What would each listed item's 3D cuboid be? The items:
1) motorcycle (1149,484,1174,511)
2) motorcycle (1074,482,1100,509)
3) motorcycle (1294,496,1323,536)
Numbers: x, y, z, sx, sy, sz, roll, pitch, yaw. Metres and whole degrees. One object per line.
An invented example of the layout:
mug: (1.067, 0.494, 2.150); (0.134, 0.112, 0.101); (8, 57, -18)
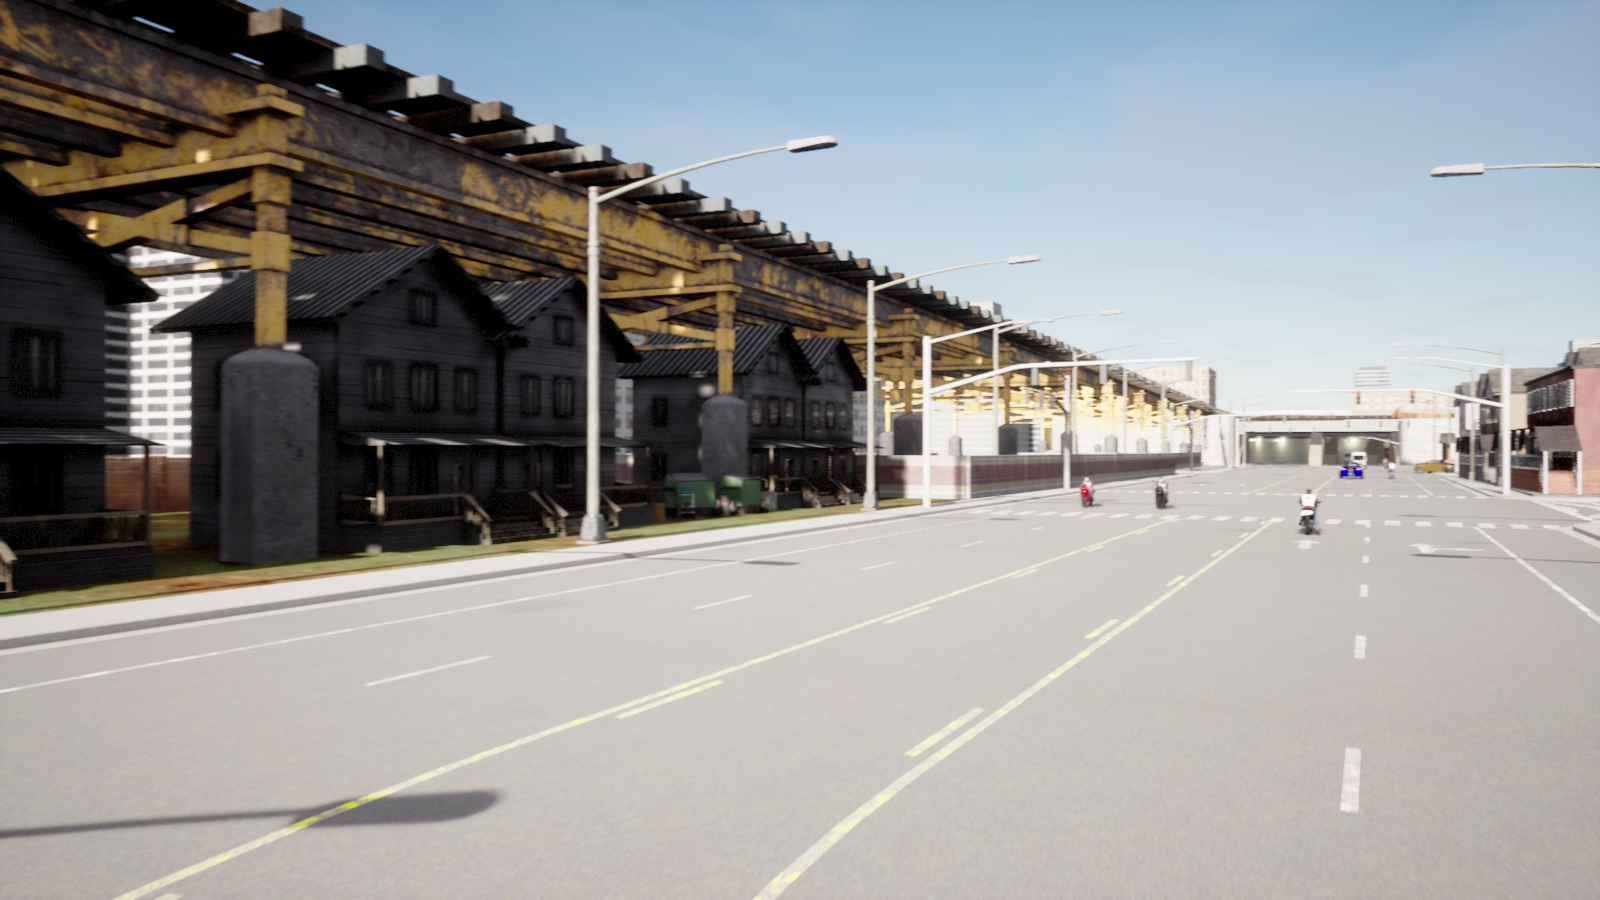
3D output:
motorcycle: (17.076, 2.229, 53.941); (0.803, 1.145, 2.033); (0, 0, 27)
motorcycle: (13.963, 2.187, 55.541); (0.803, 1.224, 2.033); (0, 0, 27)
motorcycle: (16.982, 2.190, 38.139); (0.803, 1.224, 2.033); (0, 0, 27)
